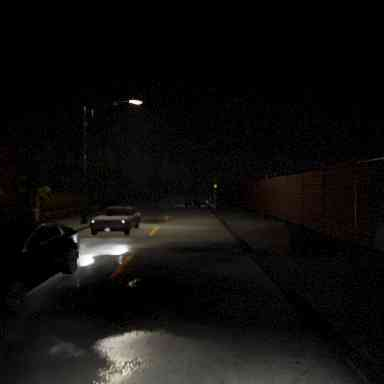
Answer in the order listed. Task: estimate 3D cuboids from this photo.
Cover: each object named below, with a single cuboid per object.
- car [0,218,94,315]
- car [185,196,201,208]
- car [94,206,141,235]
[{"bbox_3d":[-4.074,1.438,7.510,2.128,1.511,4.902,0,0,0],"label":"car"},{"bbox_3d":[0.094,1.228,41.526,1.812,1.442,4.674,0,1,0],"label":"car"},{"bbox_3d":[-4.000,1.472,17.997,1.895,1.301,4.718,0,0,0],"label":"car"}]
